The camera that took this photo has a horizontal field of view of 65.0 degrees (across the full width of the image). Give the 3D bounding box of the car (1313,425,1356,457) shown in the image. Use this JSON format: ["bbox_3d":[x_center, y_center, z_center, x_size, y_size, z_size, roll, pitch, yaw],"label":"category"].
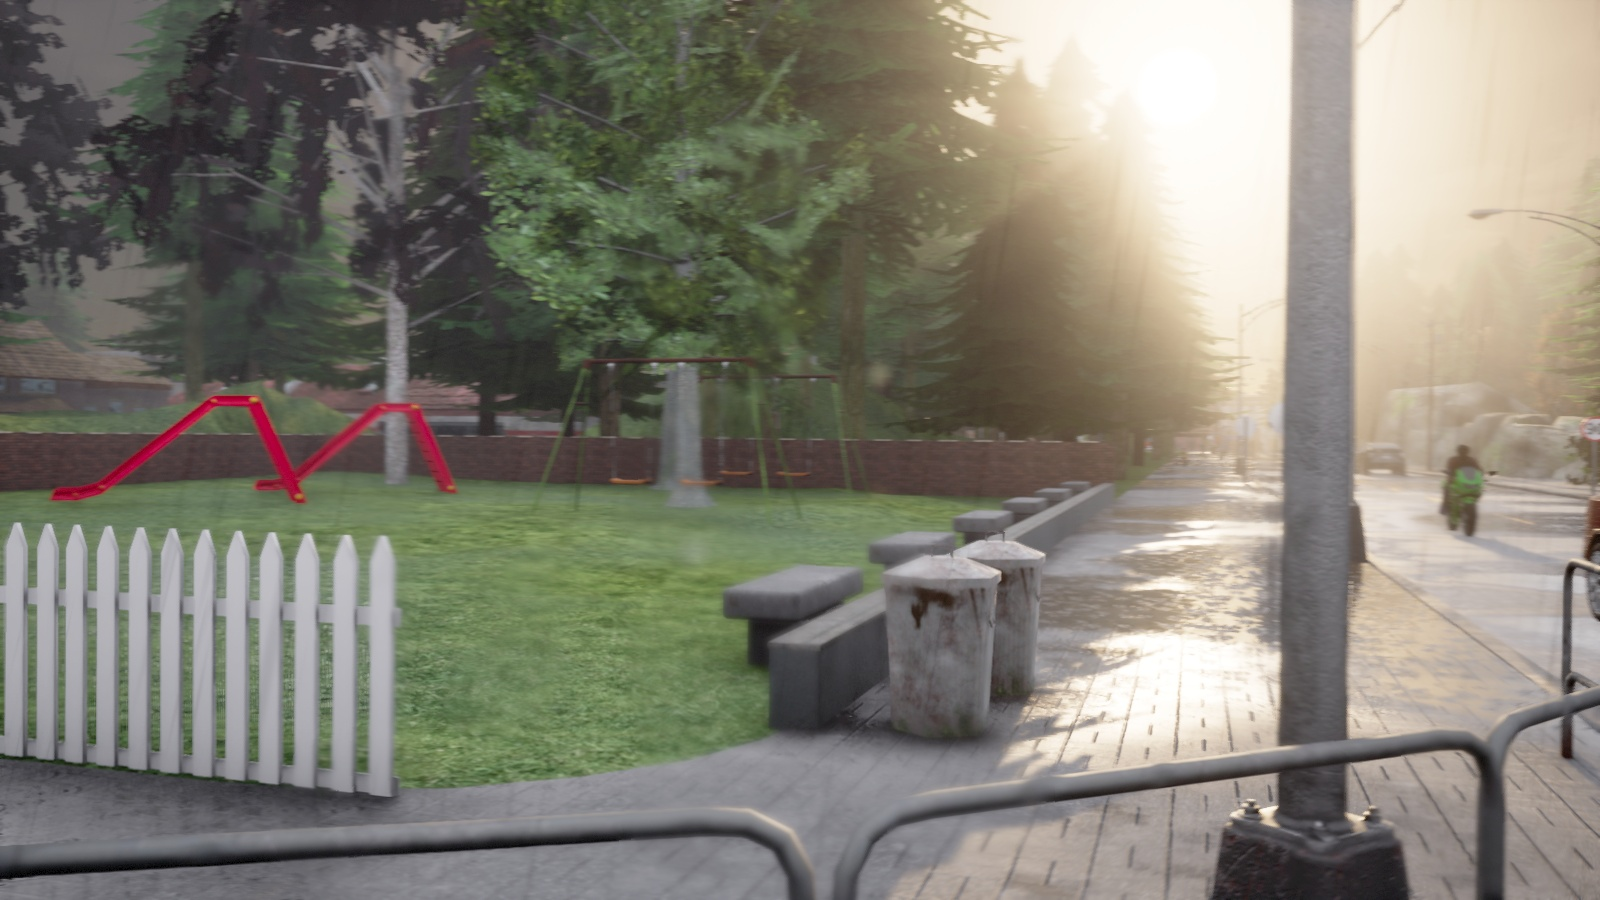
[{"bbox_3d":[32.181,-0.572,75.713,1.932,1.855,4.605,-1,1,17],"label":"car"}]

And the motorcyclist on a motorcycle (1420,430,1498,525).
[{"bbox_3d":[11.009,0.426,21.038,0.797,1.523,2.044,-1,1,17],"label":"motorcyclist on a motorcycle"}]

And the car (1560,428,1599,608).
[{"bbox_3d":[7.340,0.590,9.193,1.882,1.535,5.008,-1,1,17],"label":"car"}]

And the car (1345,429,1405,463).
[{"bbox_3d":[27.051,-0.207,59.244,2.007,1.525,4.514,-1,1,17],"label":"car"}]
